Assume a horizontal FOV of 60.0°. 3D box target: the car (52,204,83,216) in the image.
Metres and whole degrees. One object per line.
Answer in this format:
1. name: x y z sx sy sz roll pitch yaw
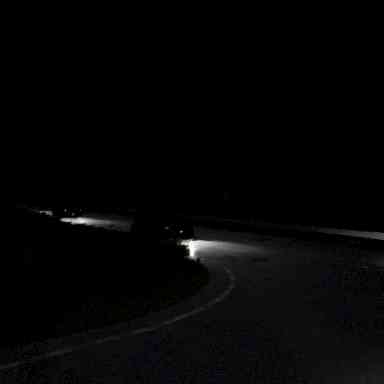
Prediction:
1. car: -12.533 1.835 33.347 1.895 1.301 4.718 1 0 -35

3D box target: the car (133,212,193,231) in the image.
1. car: -1.700 1.799 18.193 1.994 1.385 4.181 1 0 -36
